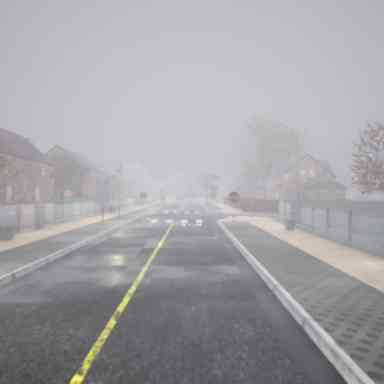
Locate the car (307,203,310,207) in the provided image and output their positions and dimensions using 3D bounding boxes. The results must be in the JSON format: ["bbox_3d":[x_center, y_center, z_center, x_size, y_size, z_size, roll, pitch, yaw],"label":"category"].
[{"bbox_3d":[11.519,1.790,30.814,4.674,1.442,1.812,1,-1,-1],"label":"car"}]

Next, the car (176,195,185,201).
[{"bbox_3d":[-2.775,1.418,80.067,1.994,1.385,4.181,0,0,0],"label":"car"}]
